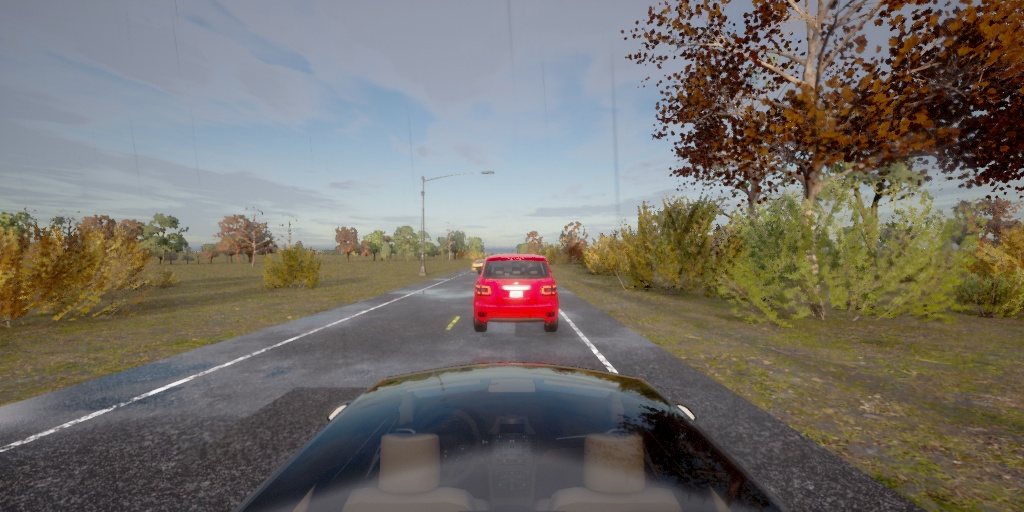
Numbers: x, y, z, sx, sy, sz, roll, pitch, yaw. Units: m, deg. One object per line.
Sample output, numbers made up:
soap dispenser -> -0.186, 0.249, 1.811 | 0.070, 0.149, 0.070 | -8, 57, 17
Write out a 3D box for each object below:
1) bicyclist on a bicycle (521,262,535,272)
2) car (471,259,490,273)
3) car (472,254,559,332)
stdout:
bicyclist on a bicycle -> 0.945, 1.114, 18.658 | 0.659, 1.776, 1.843 | 0, 0, 0
car -> -3.753, 1.215, 43.495 | 1.882, 1.535, 5.008 | 0, 0, 0
car -> 0.093, 0.968, 10.952 | 2.150, 2.045, 5.566 | 0, 0, 0
